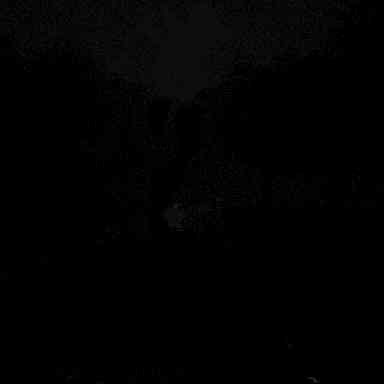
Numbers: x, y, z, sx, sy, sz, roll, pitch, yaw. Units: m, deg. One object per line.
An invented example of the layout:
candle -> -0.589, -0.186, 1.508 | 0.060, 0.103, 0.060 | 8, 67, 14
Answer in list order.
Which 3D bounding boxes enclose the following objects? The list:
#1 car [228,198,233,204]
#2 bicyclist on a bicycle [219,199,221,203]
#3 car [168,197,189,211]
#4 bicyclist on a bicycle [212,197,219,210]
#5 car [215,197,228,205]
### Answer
car -> 8.028, 1.969, 75.045 | 2.033, 1.411, 5.357 | 2, -1, 15
bicyclist on a bicycle -> 4.000, 1.532, 51.245 | 0.866, 1.612, 1.509 | 2, -1, 9
car -> -1.527, 1.386, 39.112 | 2.128, 1.511, 4.902 | 2, 0, 6
bicyclist on a bicycle -> 2.835, 1.493, 42.952 | 0.582, 1.620, 1.656 | 2, 0, 7
car -> 4.972, 1.688, 61.287 | 1.837, 1.490, 4.892 | 2, 0, 12
